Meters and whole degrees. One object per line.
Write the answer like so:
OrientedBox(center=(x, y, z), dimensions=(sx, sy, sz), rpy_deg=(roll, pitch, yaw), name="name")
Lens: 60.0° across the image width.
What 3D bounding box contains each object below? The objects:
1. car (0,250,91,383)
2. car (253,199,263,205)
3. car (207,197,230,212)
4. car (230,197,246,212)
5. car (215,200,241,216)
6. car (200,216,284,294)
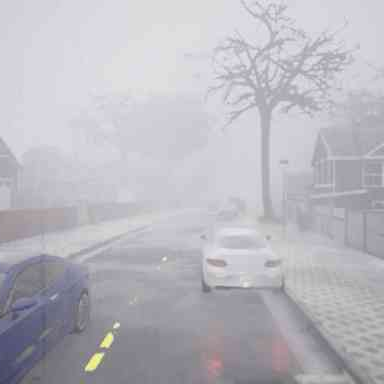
OrientedBox(center=(-2.704, 1.565, 4.182), dimensions=(1.812, 1.442, 4.674), rpy_deg=(0, -1, 2), name="car")
OrientedBox(center=(16.031, 2.347, 79.668), dimensions=(1.812, 1.442, 4.674), rpy_deg=(0, -1, 26), name="car")
OrientedBox(center=(3.487, 1.805, 46.564), dimensions=(2.097, 1.767, 4.553), rpy_deg=(0, -1, 16), name="car")
OrientedBox(center=(6.244, 1.683, 46.331), dimensions=(2.150, 2.045, 5.566), rpy_deg=(0, -1, 16), name="car")
OrientedBox(center=(4.056, 1.886, 36.544), dimensions=(1.812, 1.442, 4.674), rpy_deg=(0, -1, 12), name="car")
OrientedBox(center=(1.207, 1.613, 8.930), dimensions=(1.812, 1.442, 4.674), rpy_deg=(0, -1, 3), name="car")
